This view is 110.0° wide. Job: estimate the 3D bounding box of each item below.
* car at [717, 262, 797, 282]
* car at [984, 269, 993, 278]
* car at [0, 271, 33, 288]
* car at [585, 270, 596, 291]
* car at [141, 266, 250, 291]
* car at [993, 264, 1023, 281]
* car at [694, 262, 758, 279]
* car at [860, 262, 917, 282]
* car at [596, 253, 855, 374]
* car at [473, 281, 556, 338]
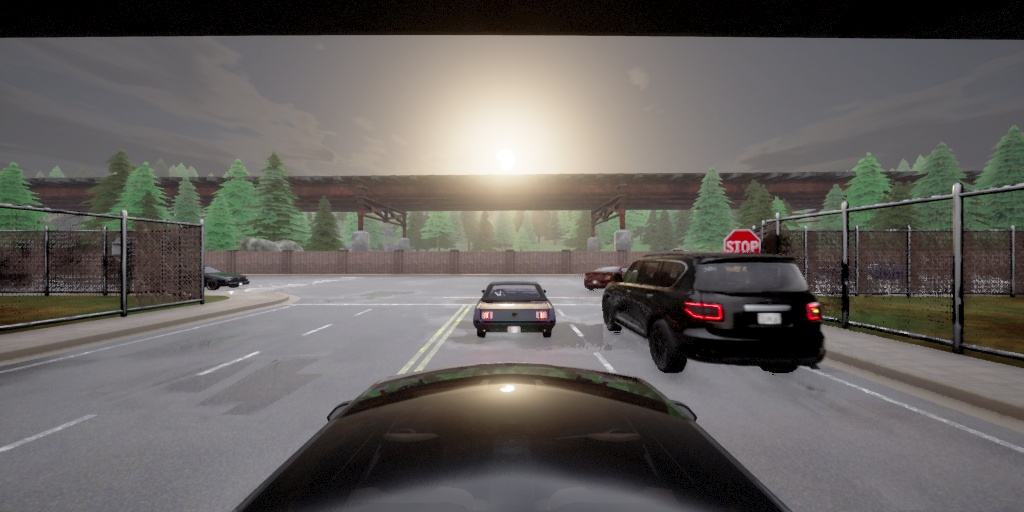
[{"bbox_3d":[19.305,1.228,28.397,5.008,1.535,1.882,0,0,0],"label":"car"},{"bbox_3d":[45.437,1.297,31.674,5.357,1.411,2.033,0,0,1],"label":"car"},{"bbox_3d":[-31.952,1.351,21.396,4.718,1.301,1.895,0,0,0],"label":"car"},{"bbox_3d":[6.215,1.228,20.645,5.008,1.535,1.882,0,-1,-43],"label":"car"},{"bbox_3d":[-18.970,1.297,21.530,5.357,1.411,2.033,0,0,-1],"label":"car"},{"bbox_3d":[41.627,1.276,28.221,4.674,1.442,1.812,0,0,1],"label":"car"},{"bbox_3d":[18.940,1.276,31.881,4.674,1.442,1.812,0,0,0],"label":"car"},{"bbox_3d":[28.869,1.228,28.331,5.008,1.535,1.882,0,0,0],"label":"car"},{"bbox_3d":[3.588,0.970,7.682,2.150,2.045,5.566,0,0,0],"label":"car"},{"bbox_3d":[0.058,1.351,10.216,1.895,1.301,4.718,0,0,0],"label":"car"}]
